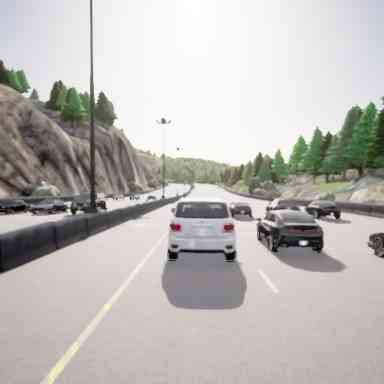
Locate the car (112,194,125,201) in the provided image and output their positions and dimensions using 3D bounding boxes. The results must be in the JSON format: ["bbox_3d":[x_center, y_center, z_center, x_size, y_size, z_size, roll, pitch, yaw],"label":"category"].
[{"bbox_3d":[-15.846,1.161,71.895,1.812,1.442,4.674,0,0,1],"label":"car"}]

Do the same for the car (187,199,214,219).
[{"bbox_3d":[0.748,1.424,29.103,2.128,1.511,4.902,0,0,1],"label":"car"}]

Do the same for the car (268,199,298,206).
[{"bbox_3d":[7.738,1.340,28.645,2.097,1.767,4.553,0,0,1],"label":"car"}]

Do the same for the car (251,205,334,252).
[{"bbox_3d":[3.889,1.500,13.828,1.837,1.490,4.892,0,0,1],"label":"car"}]

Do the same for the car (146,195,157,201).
[{"bbox_3d":[-8.829,1.273,72.534,1.895,1.301,4.718,0,0,1],"label":"car"}]

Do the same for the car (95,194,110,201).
[{"bbox_3d":[-19.345,1.134,71.977,1.812,1.442,4.674,0,0,1],"label":"car"}]

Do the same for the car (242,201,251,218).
[{"bbox_3d":[4.269,1.484,29.954,1.812,1.442,4.674,0,0,1],"label":"car"}]

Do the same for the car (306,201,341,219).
[{"bbox_3d":[11.246,1.519,28.947,1.837,1.490,4.892,0,0,1],"label":"car"}]

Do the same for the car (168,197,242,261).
[{"bbox_3d":[0.355,1.195,12.338,2.150,2.045,5.566,0,0,1],"label":"car"}]

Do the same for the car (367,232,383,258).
[{"bbox_3d":[7.290,1.580,9.772,2.033,1.411,5.357,0,0,2],"label":"car"}]

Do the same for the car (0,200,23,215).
[{"bbox_3d":[-16.906,1.392,30.883,1.895,1.301,4.718,0,0,1],"label":"car"}]

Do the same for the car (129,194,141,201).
[{"bbox_3d":[-12.337,1.183,72.229,2.128,1.511,4.902,0,0,1],"label":"car"}]

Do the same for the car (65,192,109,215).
[{"bbox_3d":[-9.871,1.063,32.138,2.150,2.045,5.566,0,0,1],"label":"car"}]

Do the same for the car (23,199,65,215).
[{"bbox_3d":[-13.389,1.364,31.591,2.033,1.411,5.357,0,0,1],"label":"car"}]
